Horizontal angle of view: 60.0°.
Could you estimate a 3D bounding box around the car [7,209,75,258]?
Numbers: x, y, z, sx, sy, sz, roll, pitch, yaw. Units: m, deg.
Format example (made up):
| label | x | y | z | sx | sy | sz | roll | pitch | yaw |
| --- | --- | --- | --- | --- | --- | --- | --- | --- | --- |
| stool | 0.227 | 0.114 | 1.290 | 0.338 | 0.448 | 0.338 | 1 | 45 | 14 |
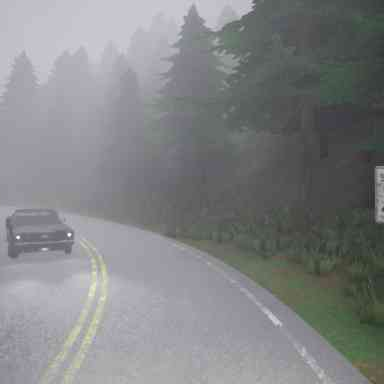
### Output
| label | x | y | z | sx | sy | sz | roll | pitch | yaw |
| --- | --- | --- | --- | --- | --- | --- | --- | --- | --- |
| car | -5.597 | 1.329 | 12.054 | 1.895 | 1.301 | 4.718 | 1 | 2 | -30 |
